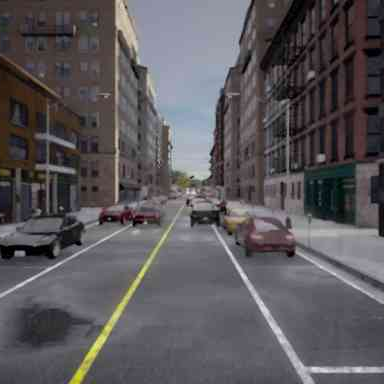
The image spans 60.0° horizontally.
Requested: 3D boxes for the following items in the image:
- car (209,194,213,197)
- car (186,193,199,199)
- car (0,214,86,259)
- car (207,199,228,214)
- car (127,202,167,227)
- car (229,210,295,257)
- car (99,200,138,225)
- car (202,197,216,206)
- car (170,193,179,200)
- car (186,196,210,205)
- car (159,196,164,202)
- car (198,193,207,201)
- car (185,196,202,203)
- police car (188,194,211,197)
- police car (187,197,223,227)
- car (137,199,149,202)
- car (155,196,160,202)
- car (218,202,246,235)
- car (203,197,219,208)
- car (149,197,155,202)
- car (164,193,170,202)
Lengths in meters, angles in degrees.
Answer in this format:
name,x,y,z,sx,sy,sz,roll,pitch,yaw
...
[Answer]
name,x,y,z,sx,sy,sz,roll,pitch,yaw
car,2.635,1.399,41.000,1.967,1.590,4.097,0,0,0
car,-0.003,1.420,55.520,1.882,1.535,5.008,0,0,0
car,-5.388,1.553,12.587,1.947,1.339,4.313,0,0,0
car,2.636,1.509,35.317,1.887,1.381,4.507,0,0,0
car,-2.852,1.578,22.623,1.895,1.301,4.718,0,0,0
car,2.637,1.570,12.588,1.802,1.307,4.206,0,0,0
car,-5.389,1.521,23.952,1.887,1.381,4.507,0,0,0
car,2.635,1.497,52.364,2.008,1.369,4.403,0,0,0
car,-5.424,1.216,90.604,2.192,1.841,5.009,0,0,0
car,0.717,1.450,32.485,1.882,1.535,5.008,0,0,2
car,-5.390,1.392,46.681,1.967,1.590,4.097,0,0,0
car,2.696,1.223,85.102,2.192,1.841,5.009,0,0,0
car,0.338,1.458,65.909,1.812,1.442,4.674,0,0,23
police car,0.707,1.386,38.539,1.930,1.638,5.238,0,0,-2
police car,0.824,1.404,22.567,1.930,1.638,5.238,0,0,0
car,-5.389,1.521,29.634,2.008,1.369,4.403,0,0,0
car,-5.390,1.524,40.999,1.947,1.339,4.313,0,0,0
car,2.637,1.507,18.440,1.752,1.417,4.829,0,0,0
car,2.635,1.497,46.682,1.887,1.381,4.507,0,0,0
car,-5.389,1.509,35.316,1.887,1.381,4.507,0,0,0
car,-5.391,1.379,58.045,1.967,1.590,4.097,0,0,0
